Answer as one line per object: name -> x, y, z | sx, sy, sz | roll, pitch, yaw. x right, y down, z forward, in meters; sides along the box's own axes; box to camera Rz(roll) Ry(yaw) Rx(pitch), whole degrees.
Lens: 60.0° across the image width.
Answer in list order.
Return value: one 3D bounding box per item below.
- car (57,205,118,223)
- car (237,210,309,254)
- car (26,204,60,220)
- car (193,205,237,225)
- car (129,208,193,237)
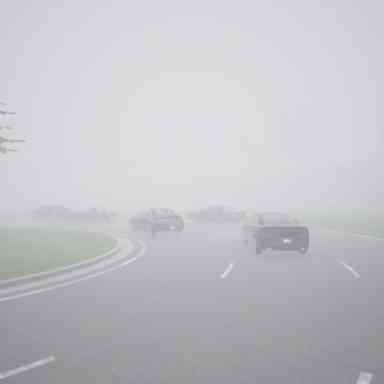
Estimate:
car -> -8.974, 2.014, 29.074 | 4.718, 1.301, 1.895 | -1, -1, 18
car -> 3.288, 1.563, 13.967 | 1.882, 1.535, 5.008 | 0, -1, 0
car -> -14.682, 2.053, 34.244 | 4.892, 1.490, 1.837 | -1, -1, 17
car -> 1.892, 1.767, 26.194 | 2.033, 1.411, 5.357 | 0, -1, -41
car -> -2.241, 1.716, 19.832 | 2.128, 1.511, 4.902 | 0, -1, -30
